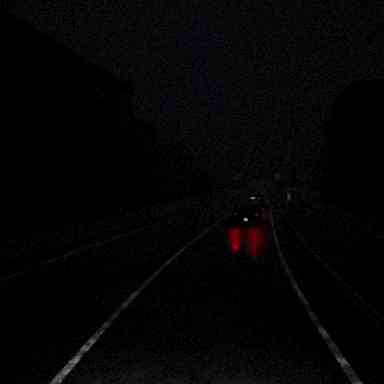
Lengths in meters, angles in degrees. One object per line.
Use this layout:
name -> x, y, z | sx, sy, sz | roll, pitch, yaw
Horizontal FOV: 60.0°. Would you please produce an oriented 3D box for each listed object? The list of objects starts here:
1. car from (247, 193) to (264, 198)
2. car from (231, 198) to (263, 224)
car -> 7.691, 0.862, 40.449 | 2.128, 1.511, 4.902 | 1, 2, 12
car -> 3.763, 1.362, 22.535 | 1.895, 1.301, 4.718 | 1, 1, 12
